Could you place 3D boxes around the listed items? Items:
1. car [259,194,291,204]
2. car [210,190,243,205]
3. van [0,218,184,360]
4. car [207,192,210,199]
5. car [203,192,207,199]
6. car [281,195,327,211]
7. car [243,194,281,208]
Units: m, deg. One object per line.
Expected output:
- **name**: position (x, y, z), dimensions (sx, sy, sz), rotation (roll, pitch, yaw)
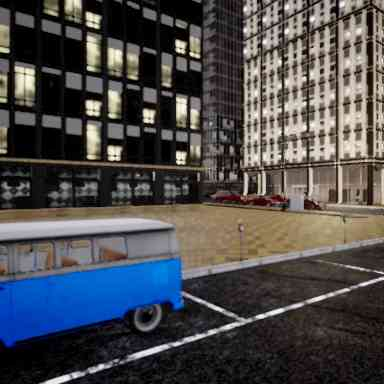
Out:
- **car**: position (11.834, 0.962, 47.764), dimensions (1.802, 1.307, 4.206), rotation (1, 0, -36)
- **car**: position (5.066, 0.713, 42.831), dimensions (2.192, 1.841, 5.009), rotation (1, 0, -36)
- **van**: position (-2.050, 1.340, 5.098), dimensions (3.998, 1.788, 1.690), rotation (0, 0, -36)
- **car**: position (5.239, 0.687, 56.968), dimensions (1.752, 1.417, 4.829), rotation (1, 0, -36)
- **car**: position (2.089, 0.624, 61.362), dimensions (1.947, 1.339, 4.313), rotation (1, 0, -36)
- **car**: position (11.557, 1.053, 33.770), dimensions (1.967, 1.590, 4.097), rotation (1, 0, -36)
- **car**: position (8.306, 1.087, 38.301), dimensions (1.802, 1.307, 4.206), rotation (1, 0, -36)
